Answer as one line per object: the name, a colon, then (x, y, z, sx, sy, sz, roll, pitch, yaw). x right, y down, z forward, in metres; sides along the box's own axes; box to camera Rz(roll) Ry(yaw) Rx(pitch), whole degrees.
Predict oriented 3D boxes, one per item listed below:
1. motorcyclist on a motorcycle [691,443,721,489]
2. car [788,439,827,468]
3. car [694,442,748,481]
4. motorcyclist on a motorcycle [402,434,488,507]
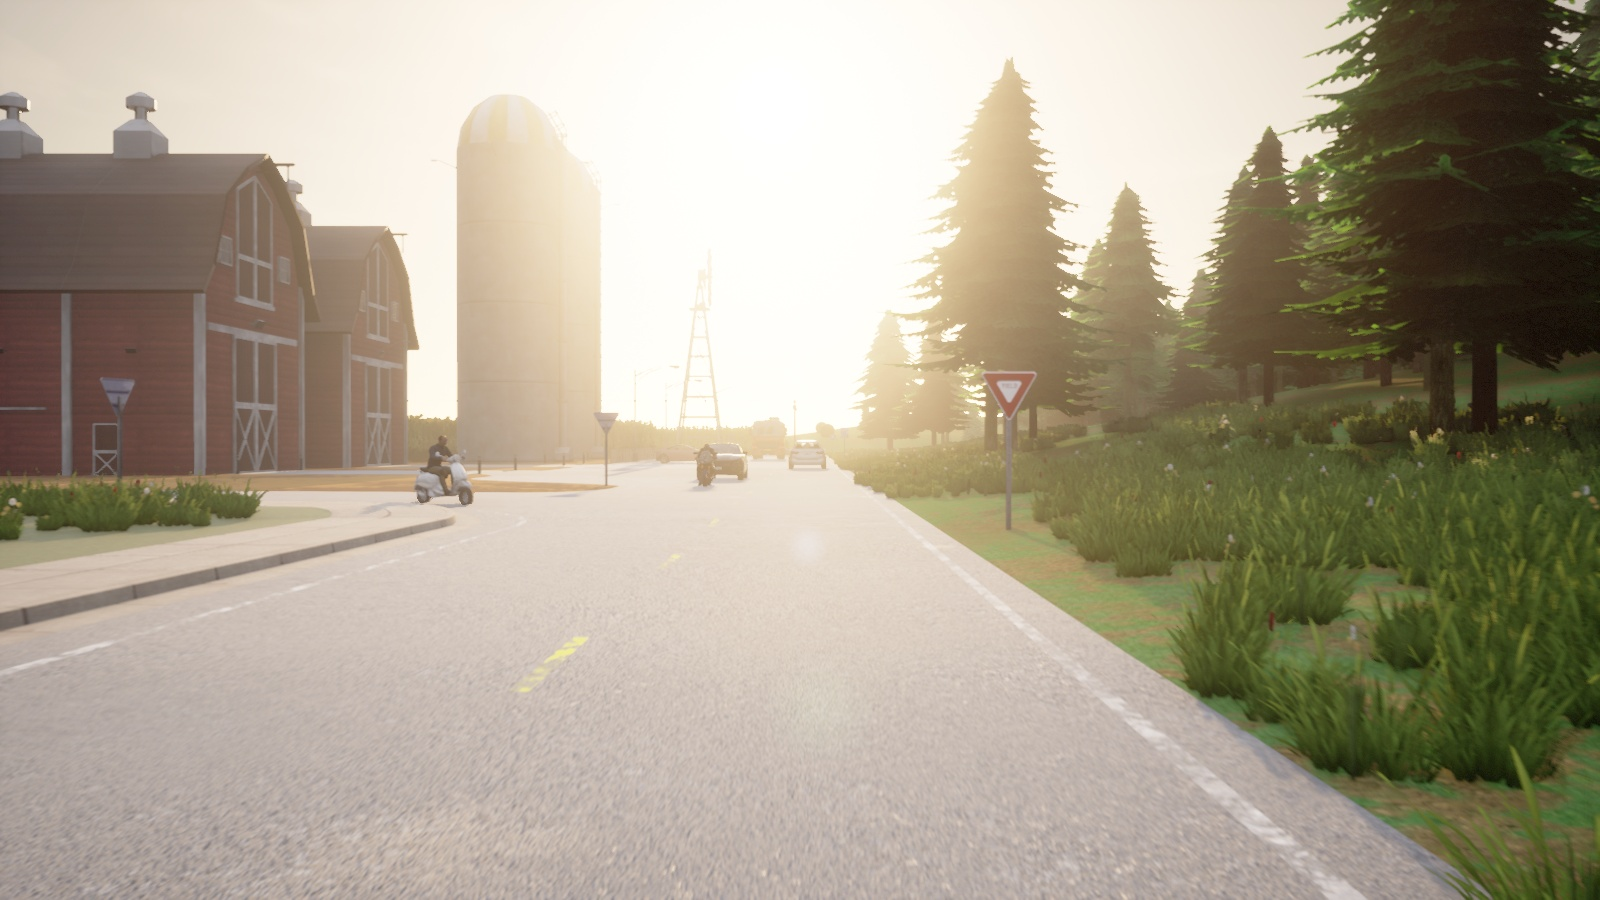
motorcyclist on a motorcycle: (-3.239, 0.533, 43.562, 0.866, 1.530, 2.191, 0, 0, 0)
car: (0.436, 0.175, 73.762, 2.242, 1.667, 4.611, 0, 0, 0)
car: (-3.190, 0.430, 51.809, 1.882, 1.535, 5.008, 0, 0, 0)
motorcyclist on a motorcycle: (-8.036, 0.439, 28.418, 1.817, 1.590, 0.866, 1, 2, 30)
